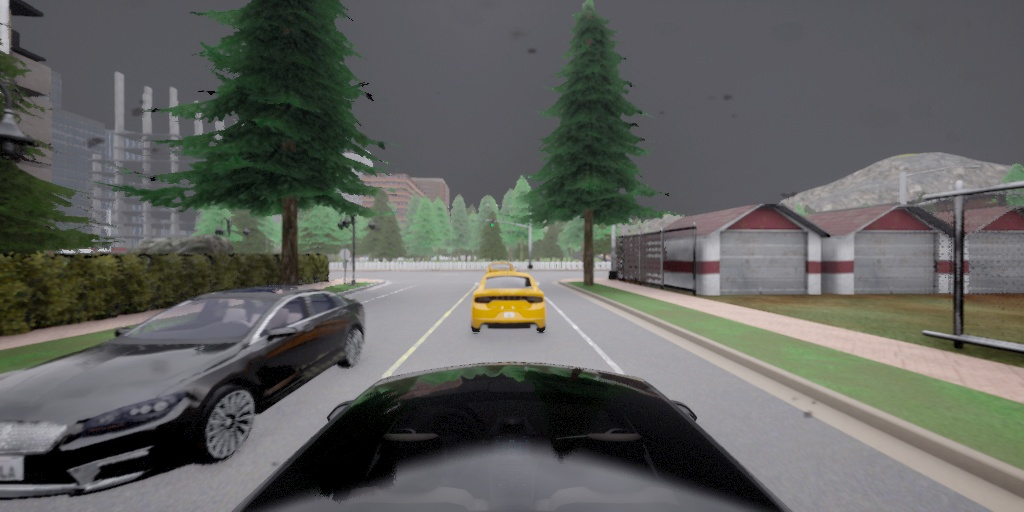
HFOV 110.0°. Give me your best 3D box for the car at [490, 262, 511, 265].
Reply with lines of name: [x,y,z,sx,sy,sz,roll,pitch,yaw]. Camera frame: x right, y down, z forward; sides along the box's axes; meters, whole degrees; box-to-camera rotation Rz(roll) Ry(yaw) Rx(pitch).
car: [-0.746,1.137,23.212,1.882,1.535,5.008,0,0,-3]

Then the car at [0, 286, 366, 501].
car: [-3.679,1.228,4.982,2.128,1.511,4.902,0,0,-1]

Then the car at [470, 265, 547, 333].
car: [-0.141,1.190,10.672,1.882,1.535,5.008,0,0,-2]
